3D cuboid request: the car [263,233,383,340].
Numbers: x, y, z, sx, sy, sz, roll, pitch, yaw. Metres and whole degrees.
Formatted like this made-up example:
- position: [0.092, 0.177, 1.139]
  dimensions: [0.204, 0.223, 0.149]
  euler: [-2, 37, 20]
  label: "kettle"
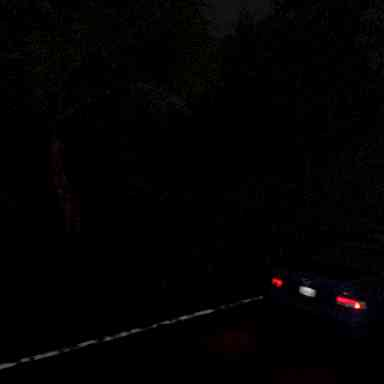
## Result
- position: [3.764, 1.531, 6.428]
  dimensions: [5.357, 1.411, 2.033]
  euler: [0, 0, -35]
  label: "car"
